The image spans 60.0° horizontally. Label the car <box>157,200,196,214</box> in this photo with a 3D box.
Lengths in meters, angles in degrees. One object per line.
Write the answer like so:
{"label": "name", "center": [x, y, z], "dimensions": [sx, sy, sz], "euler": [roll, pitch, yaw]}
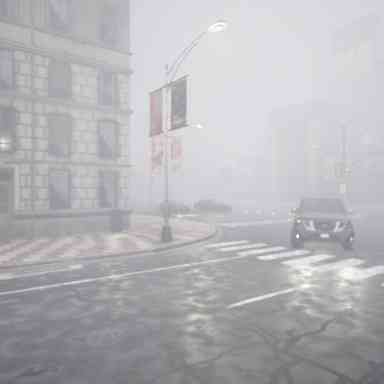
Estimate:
{"label": "car", "center": [-1.923, 1.554, 34.881], "dimensions": [1.994, 1.385, 4.181], "euler": [0, 0, -36]}

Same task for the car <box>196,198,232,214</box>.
{"label": "car", "center": [2.166, 1.465, 35.188], "dimensions": [1.882, 1.535, 5.008], "euler": [0, 0, -36]}

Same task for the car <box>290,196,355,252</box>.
{"label": "car", "center": [5.622, 1.215, 14.517], "dimensions": [2.150, 2.045, 5.566], "euler": [1, 0, 19]}
